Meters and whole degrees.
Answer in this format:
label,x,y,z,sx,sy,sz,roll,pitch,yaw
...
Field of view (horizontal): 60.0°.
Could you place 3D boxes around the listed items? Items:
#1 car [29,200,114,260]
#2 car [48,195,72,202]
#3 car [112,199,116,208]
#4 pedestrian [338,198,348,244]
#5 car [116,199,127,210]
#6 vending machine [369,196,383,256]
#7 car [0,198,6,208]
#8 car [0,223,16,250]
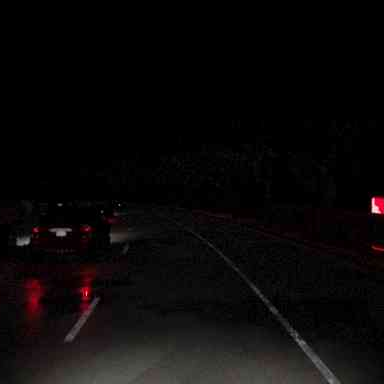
label,x,y,z,sx,sy,sz,roll,pitch,yaw
car,-4.427,1.361,12.725,2.097,1.767,4.553,0,0,-7
car,-12.005,1.271,30.604,2.150,2.045,5.566,0,-1,-18
car,-8.421,1.521,30.745,1.882,1.535,5.008,0,0,-17
pedestrian,5.918,1.140,13.253,0.375,1.860,0.375,-1,0,-7
car,-10.120,1.636,44.562,1.994,1.385,4.181,0,0,-24
vending machine,7.227,1.193,12.073,1.100,2.100,0.880,0,0,-6
car,-29.517,1.684,50.357,1.837,1.490,4.892,0,0,-34
car,-7.789,1.517,11.434,1.837,1.490,4.892,0,0,-6
